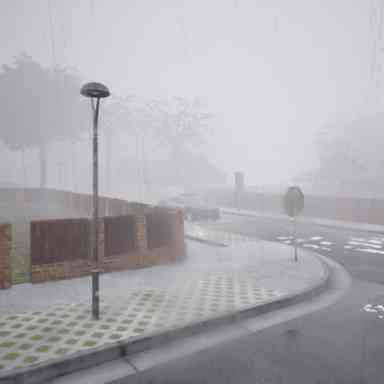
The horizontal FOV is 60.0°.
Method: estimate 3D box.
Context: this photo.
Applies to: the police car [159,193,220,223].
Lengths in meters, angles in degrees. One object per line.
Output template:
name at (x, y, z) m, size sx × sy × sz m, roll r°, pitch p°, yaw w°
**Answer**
police car at (-0.230, 0.917, 20.969) m, size 1.930 × 1.638 × 5.238 m, roll 0°, pitch 2°, yaw -35°
